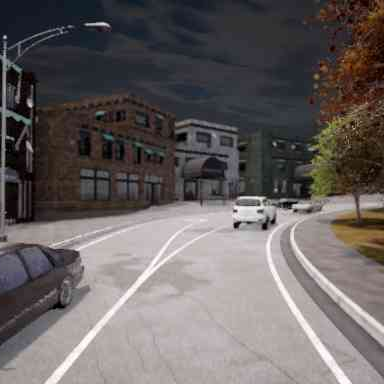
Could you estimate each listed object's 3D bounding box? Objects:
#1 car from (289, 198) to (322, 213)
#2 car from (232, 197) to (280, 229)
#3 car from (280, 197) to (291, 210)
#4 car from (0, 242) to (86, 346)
[{"bbox_3d":[12.955,1.599,37.079,1.895,1.301,4.718,-1,0,39],"label":"car"},{"bbox_3d":[4.366,1.315,22.796,2.150,2.045,5.566,0,0,22],"label":"car"},{"bbox_3d":[12.122,1.486,43.519,5.008,1.535,1.882,-1,0,-37],"label":"car"},{"bbox_3d":[-3.401,1.573,5.250,2.033,1.411,5.357,0,0,2],"label":"car"}]
